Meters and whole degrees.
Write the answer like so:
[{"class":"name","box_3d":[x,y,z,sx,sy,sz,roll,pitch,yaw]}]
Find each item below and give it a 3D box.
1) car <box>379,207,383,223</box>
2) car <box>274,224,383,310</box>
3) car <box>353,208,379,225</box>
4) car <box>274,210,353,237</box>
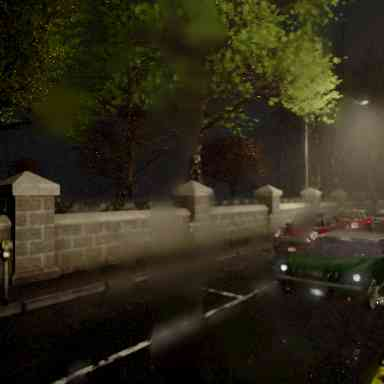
[{"class":"car","box_3d":[15.801,1.913,26.938,2.008,1.369,4.403,-1,-1,40]},{"class":"car","box_3d":[3.894,1.720,8.357,1.895,1.301,4.718,-1,-1,40]},{"class":"car","box_3d":[8.613,1.696,18.270,1.967,1.590,4.097,-1,-1,40]},{"class":"car","box_3d":[5.021,1.644,13.937,1.967,1.590,4.097,-1,-1,40]}]
